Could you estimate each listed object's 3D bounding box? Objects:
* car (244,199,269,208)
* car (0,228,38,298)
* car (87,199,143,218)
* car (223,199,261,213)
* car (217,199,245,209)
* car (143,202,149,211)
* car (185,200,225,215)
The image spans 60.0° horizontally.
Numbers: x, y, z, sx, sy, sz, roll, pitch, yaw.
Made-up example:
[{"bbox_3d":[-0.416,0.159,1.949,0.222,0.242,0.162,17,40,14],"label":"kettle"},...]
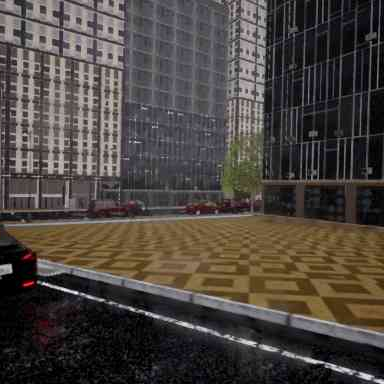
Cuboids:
[{"bbox_3d":[10.891,1.934,56.065,4.206,1.307,1.802,1,1,-34],"label":"car"},{"bbox_3d":[-5.439,1.500,7.553,4.792,1.488,2.163,0,0,36],"label":"car"},{"bbox_3d":[-8.026,1.644,33.533,5.009,1.841,2.192,1,1,-34],"label":"car"},{"bbox_3d":[6.000,1.781,43.150,5.009,1.841,2.192,1,1,-34],"label":"car"},{"bbox_3d":[6.216,1.872,52.859,4.313,1.339,1.947,1,1,-34],"label":"car"},{"bbox_3d":[-7.810,1.719,43.241,4.403,1.369,2.008,1,1,-34],"label":"car"},{"bbox_3d":[1.319,1.965,39.948,4.507,1.381,1.887,1,1,-34],"label":"car"}]
